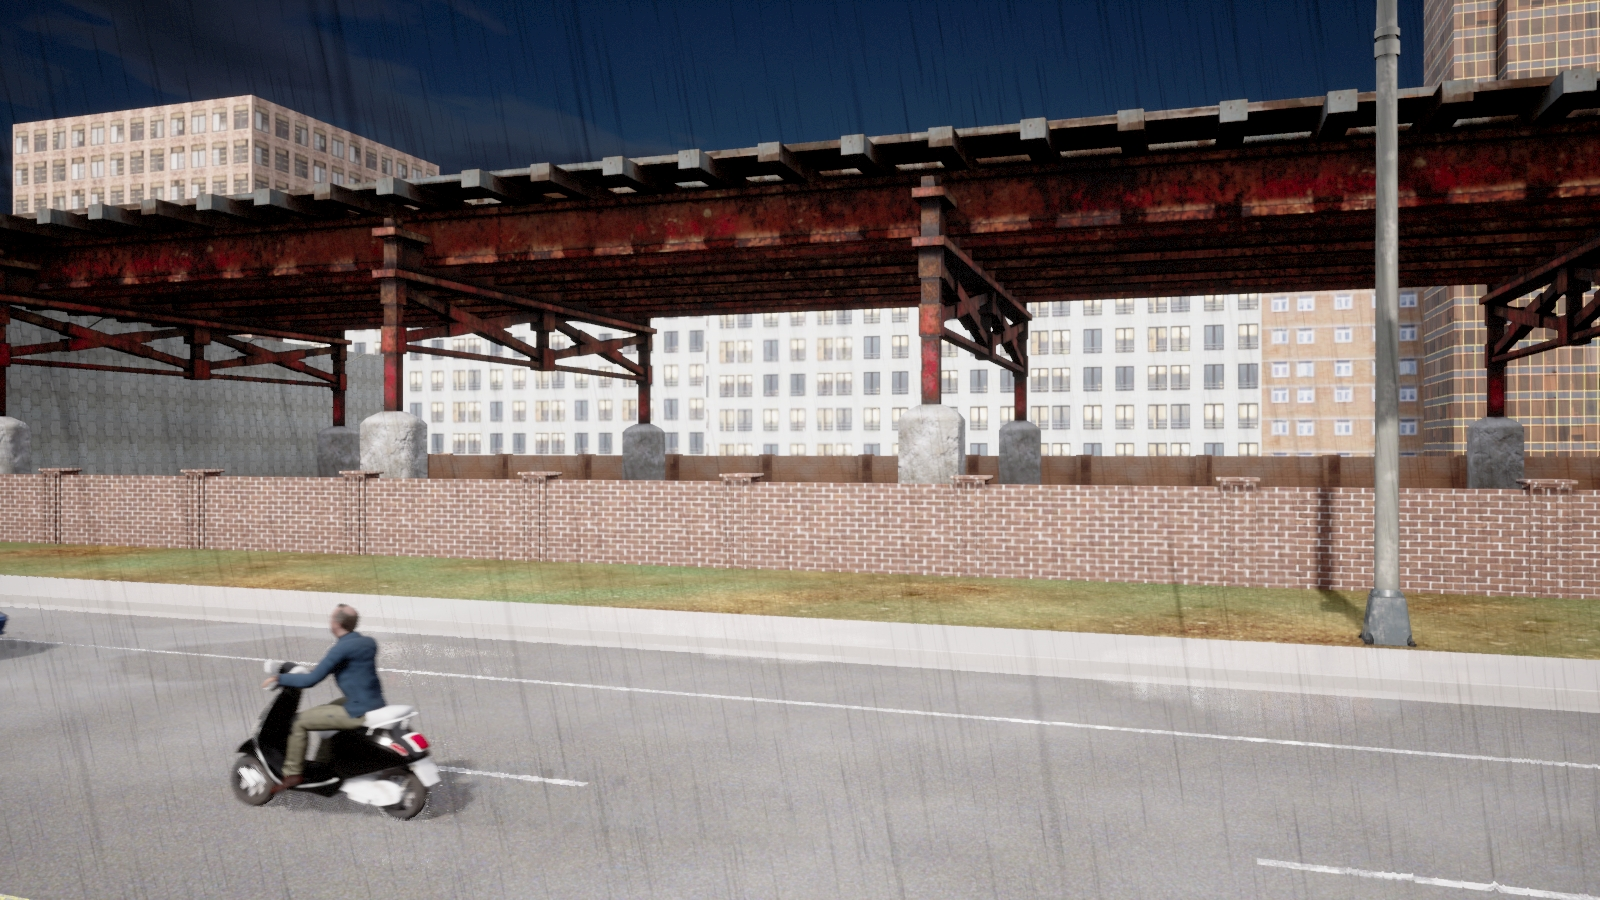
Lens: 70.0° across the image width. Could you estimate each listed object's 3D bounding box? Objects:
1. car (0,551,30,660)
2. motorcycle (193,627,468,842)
[{"bbox_3d":[-13.427,2.106,15.623,5.357,1.411,2.033,0,0,20],"label":"car"},{"bbox_3d":[-3.596,2.129,8.808,1.805,1.341,0.856,0,-1,15],"label":"motorcycle"}]
